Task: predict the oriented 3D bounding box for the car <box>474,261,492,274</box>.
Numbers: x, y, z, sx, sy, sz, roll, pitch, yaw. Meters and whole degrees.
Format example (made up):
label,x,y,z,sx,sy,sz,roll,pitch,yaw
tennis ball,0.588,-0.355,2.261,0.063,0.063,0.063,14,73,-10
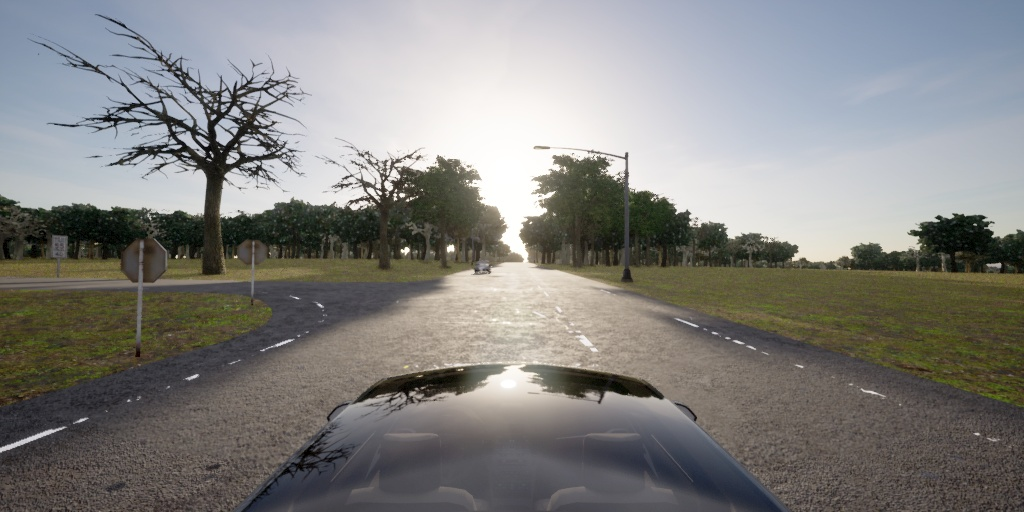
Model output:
label,x,y,z,sx,sy,sz,roll,pitch,yaw
car,-3.532,1.336,43.756,2.128,1.511,4.902,0,0,0
